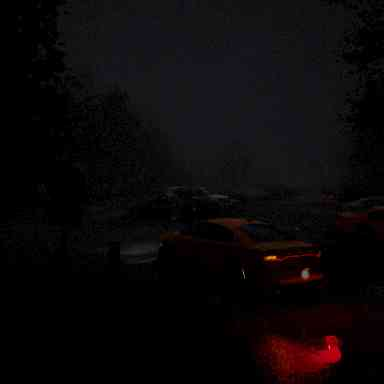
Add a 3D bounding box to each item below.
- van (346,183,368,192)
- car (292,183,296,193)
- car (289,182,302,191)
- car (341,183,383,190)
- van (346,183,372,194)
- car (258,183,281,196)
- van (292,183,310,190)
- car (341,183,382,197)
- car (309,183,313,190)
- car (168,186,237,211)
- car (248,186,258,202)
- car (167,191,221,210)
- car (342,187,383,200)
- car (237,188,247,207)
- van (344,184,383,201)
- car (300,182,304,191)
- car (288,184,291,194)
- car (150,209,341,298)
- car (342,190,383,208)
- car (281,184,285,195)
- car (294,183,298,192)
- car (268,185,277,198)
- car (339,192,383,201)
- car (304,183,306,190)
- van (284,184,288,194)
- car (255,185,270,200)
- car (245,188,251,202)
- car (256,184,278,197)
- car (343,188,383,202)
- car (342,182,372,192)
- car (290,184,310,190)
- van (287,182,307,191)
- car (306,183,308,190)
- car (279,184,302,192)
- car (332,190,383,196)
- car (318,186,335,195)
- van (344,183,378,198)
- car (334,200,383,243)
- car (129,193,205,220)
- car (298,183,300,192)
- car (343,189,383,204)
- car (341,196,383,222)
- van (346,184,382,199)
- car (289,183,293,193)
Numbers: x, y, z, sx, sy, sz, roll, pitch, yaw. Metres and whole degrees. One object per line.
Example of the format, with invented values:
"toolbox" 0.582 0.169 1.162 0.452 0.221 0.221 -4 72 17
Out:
"van" 36.869 -1.095 74.376 4.442 1.987 1.878 1 2 25
"car" 15.541 -0.373 59.807 4.792 1.488 2.163 1 2 25
"car" 19.061 -0.651 67.350 4.892 1.521 2.231 1 2 25
"car" 15.789 0.466 29.085 5.566 2.045 2.435 1 3 25
"van" 32.213 -0.762 64.327 4.442 1.987 1.878 1 2 25
"car" 9.765 -0.107 47.190 4.553 1.767 2.185 1 2 25
"van" 29.452 -1.556 90.037 4.442 1.987 1.878 1 1 25
"car" 26.209 -0.370 51.710 5.566 2.045 2.435 1 2 25
"car" 27.258 -1.487 84.952 5.566 2.045 2.435 1 2 25
"car" 0.433 0.589 27.055 5.566 2.045 2.435 1 3 25
"car" 3.739 0.511 34.706 5.366 1.575 1.946 1 3 25
"car" -0.754 0.947 24.558 5.008 1.535 2.097 1 3 25
"car" 22.748 0.132 44.168 5.008 1.535 2.097 1 2 25
"car" 1.743 0.732 29.516 5.366 1.575 1.946 1 3 25
"van" 21.474 -0.009 41.681 4.442 1.987 1.878 1 2 24
"car" 20.065 -0.741 69.943 5.366 1.575 1.946 1 2 25
"car" 13.208 -0.206 54.772 4.792 1.488 2.163 1 2 25
"car" 0.887 1.401 8.438 1.882 1.535 5.008 2 -1 -31
"car" 16.901 0.638 31.631 4.792 1.488 2.163 1 3 25
"car" 10.928 -0.038 49.711 4.792 1.488 2.163 1 2 25
"car" 16.566 -0.491 62.390 5.366 1.575 1.946 1 2 25
"car" 7.574 0.203 42.099 5.366 1.575 1.946 1 2 25
"car" 10.025 1.123 16.645 4.553 1.767 2.185 1 3 25
"car" 22.538 -1.028 74.910 4.553 1.767 2.185 1 2 25
"van" 12.174 -0.375 52.184 4.442 1.987 1.878 1 2 25
"car" 6.123 0.294 39.849 5.366 1.575 1.946 1 3 25
"car" 2.747 0.626 32.109 4.892 1.521 2.231 1 3 25
"car" 8.563 0.108 44.689 4.892 1.521 2.231 1 3 25
"car" 20.443 0.337 39.137 4.792 1.488 2.163 1 2 25
"car" 35.573 -1.039 71.924 5.566 2.045 2.435 1 2 25
"car" 28.414 -1.259 87.456 4.792 1.488 2.163 1 2 25
"van" 25.960 -1.380 82.496 4.442 1.987 1.878 1 2 25
"car" 23.728 -0.986 77.422 5.008 1.535 2.097 1 2 25
"car" 21.372 -0.945 72.392 4.553 1.767 2.185 1 2 25
"car" 13.267 0.925 24.163 5.366 1.575 1.946 1 3 25
"car" 23.587 -0.312 57.740 2.128 1.511 4.902 1 2 25
"van" 24.965 -0.262 49.236 4.442 1.987 1.878 1 2 25
"car" 8.827 1.355 14.153 5.008 1.535 2.097 1 3 25
"car" -1.951 1.084 22.057 4.792 1.488 2.163 1 3 25
"car" 17.906 -0.567 64.827 4.892 1.521 2.231 1 2 25
"car" 19.333 0.428 36.744 4.792 1.488 2.163 1 3 25
"car" 12.269 1.078 21.577 4.674 1.452 2.002 1 3 25
"van" 24.013 -0.175 46.626 4.442 1.987 1.878 1 2 25
"car" 14.374 -0.289 57.289 4.792 1.488 2.163 1 2 25
